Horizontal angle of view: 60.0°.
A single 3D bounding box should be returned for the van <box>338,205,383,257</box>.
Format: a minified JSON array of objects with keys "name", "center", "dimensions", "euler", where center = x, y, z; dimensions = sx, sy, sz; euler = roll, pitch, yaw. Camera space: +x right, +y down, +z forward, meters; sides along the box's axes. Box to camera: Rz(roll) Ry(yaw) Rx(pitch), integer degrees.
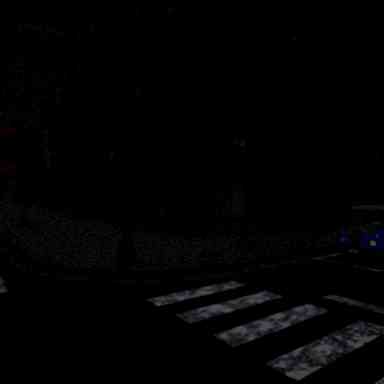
[{"name":"van","center":[6.768,1.328,11.619],"dimensions":[3.998,1.788,1.690],"euler":[0,0,-36]}]
